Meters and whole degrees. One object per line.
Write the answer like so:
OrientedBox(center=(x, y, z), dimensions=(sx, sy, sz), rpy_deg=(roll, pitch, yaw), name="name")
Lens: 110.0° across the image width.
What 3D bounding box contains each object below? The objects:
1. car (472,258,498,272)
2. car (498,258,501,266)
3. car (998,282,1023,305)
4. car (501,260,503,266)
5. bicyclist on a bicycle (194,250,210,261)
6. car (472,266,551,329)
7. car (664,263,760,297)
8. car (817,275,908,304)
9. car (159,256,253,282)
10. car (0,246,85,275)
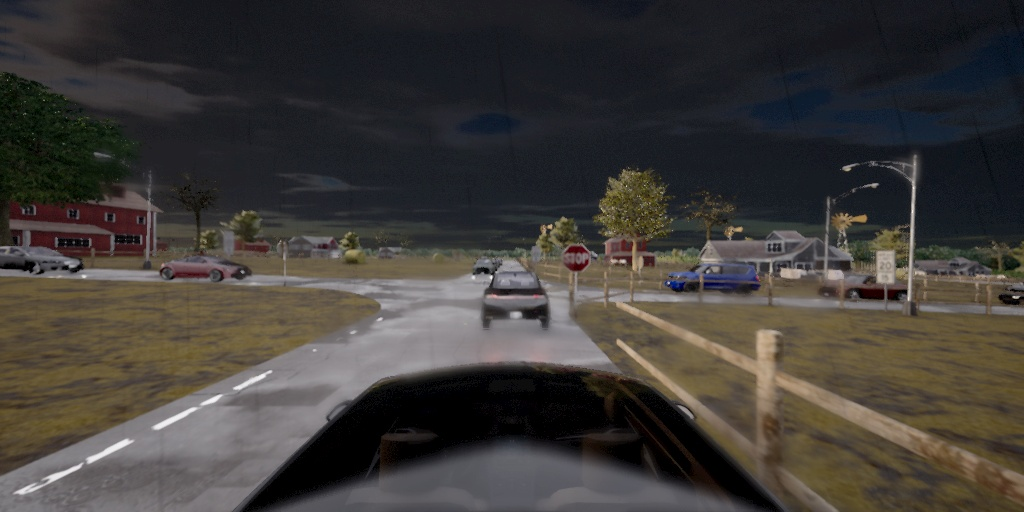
OrientedBox(center=(-2.838, 1.046, 36.872), dimensions=(2.097, 1.767, 4.553), rpy_deg=(0, 0, 0), name="car")
OrientedBox(center=(-2.822, 1.184, 46.774), dimensions=(1.837, 1.490, 4.892), rpy_deg=(0, 0, 0), name="car")
OrientedBox(center=(35.333, 2.390, 23.227), dimensions=(5.566, 2.045, 2.150), rpy_deg=(2, 0, -1), name="car")
OrientedBox(center=(-2.812, 1.219, 57.063), dimensions=(2.033, 1.411, 5.357), rpy_deg=(0, 0, 1), name="car")
OrientedBox(center=(-22.611, 0.358, 26.216), dimensions=(0.582, 1.620, 1.656), rpy_deg=(2, 0, 0), name="bicyclist on a bicycle")
OrientedBox(center=(0.100, 1.225, 11.171), dimensions=(2.128, 1.511, 4.902), rpy_deg=(0, 0, 0), name="car")
OrientedBox(center=(12.889, 1.485, 23.219), dimensions=(5.566, 2.045, 2.150), rpy_deg=(2, 0, 0), name="car")
OrientedBox(center=(22.601, 2.001, 23.223), dimensions=(4.553, 1.767, 2.097), rpy_deg=(2, 0, 0), name="car")
OrientedBox(center=(-17.154, 0.670, 20.234), dimensions=(4.181, 1.385, 1.994), rpy_deg=(2, 0, 0), name="car")
OrientedBox(center=(-27.209, 0.225, 20.227), dimensions=(4.902, 1.511, 2.128), rpy_deg=(2, 0, 0), name="car")
